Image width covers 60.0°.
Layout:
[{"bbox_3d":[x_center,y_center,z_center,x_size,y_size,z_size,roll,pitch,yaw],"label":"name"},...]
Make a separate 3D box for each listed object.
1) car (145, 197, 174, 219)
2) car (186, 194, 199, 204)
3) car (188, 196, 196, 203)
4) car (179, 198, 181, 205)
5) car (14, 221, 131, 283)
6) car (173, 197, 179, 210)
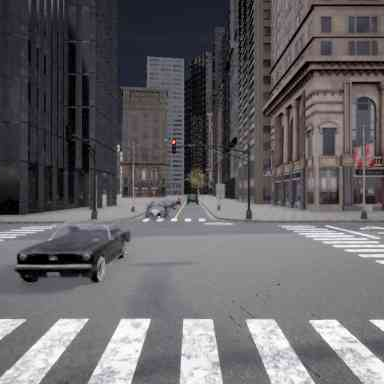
[{"bbox_3d":[-3.058,1.523,29.999,2.128,1.511,4.902,0,0,0],"label":"car"},{"bbox_3d":[0.106,1.340,64.139,2.150,2.045,5.566,0,0,0],"label":"car"},{"bbox_3d":[0.000,1.657,75.286,1.837,1.490,4.892,0,0,0],"label":"car"},{"bbox_3d":[-3.019,1.581,59.738,1.882,1.535,5.008,0,0,0],"label":"car"},{"bbox_3d":[-3.103,1.560,9.659,1.895,1.301,4.718,0,0,0],"label":"car"},{"bbox_3d":[-3.064,1.565,43.138,1.837,1.490,4.892,0,0,0],"label":"car"}]
